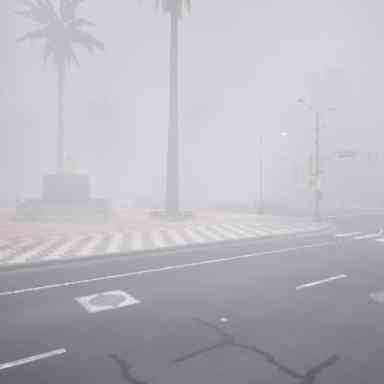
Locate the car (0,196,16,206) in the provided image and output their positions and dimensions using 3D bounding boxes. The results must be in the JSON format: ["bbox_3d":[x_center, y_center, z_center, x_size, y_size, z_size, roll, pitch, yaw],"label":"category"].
[{"bbox_3d":[-31.100,1.505,53.609,4.892,1.490,1.837,0,0,-16],"label":"car"}]

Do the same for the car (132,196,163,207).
[{"bbox_3d":[-6.632,1.353,50.365,4.553,1.767,2.097,0,0,16],"label":"car"}]

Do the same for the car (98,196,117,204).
[{"bbox_3d":[-15.829,1.492,59.107,4.902,1.511,2.128,0,0,2],"label":"car"}]

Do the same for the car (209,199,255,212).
[{"bbox_3d":[4.411,1.547,39.772,2.033,1.411,5.357,0,0,-45],"label":"car"}]

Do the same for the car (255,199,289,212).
[{"bbox_3d":[9.231,1.526,39.301,1.812,1.442,4.674,0,0,-39],"label":"car"}]

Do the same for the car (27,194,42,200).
[{"bbox_3d":[-26.037,1.221,58.550,5.566,2.045,2.150,0,0,-10],"label":"car"}]

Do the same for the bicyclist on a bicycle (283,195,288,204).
[{"bbox_3d":[15.280,1.301,54.441,0.582,1.620,1.656,0,0,42],"label":"bicyclist on a bicycle"}]
